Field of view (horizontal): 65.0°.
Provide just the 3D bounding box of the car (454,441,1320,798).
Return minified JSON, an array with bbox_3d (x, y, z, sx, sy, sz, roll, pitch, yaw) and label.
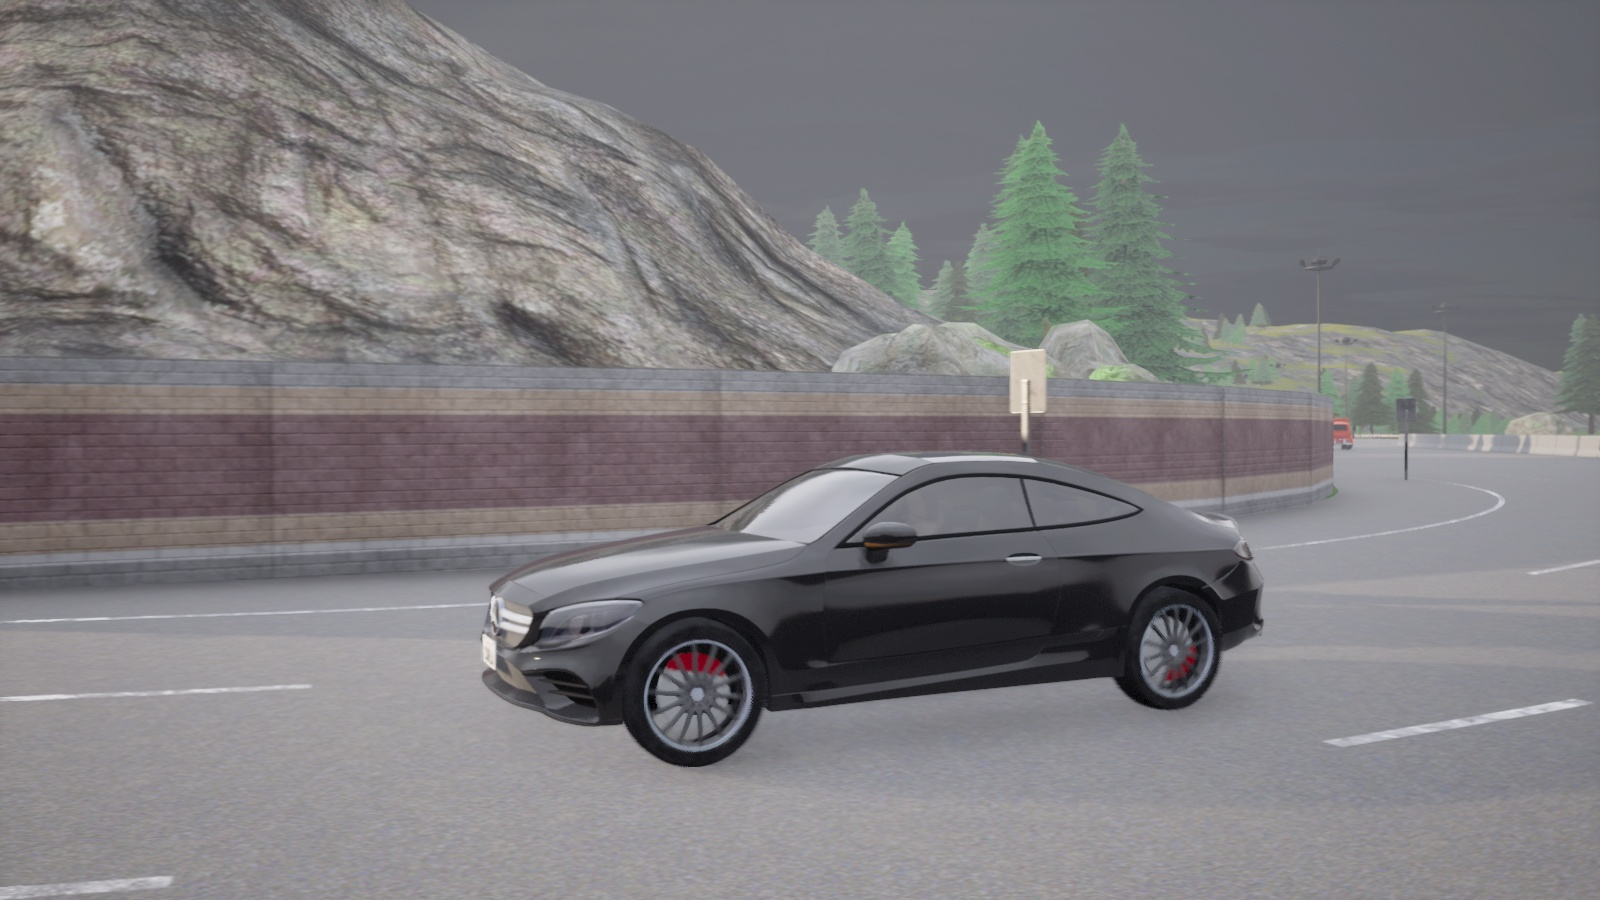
[{"bbox_3d":[0.565,0.726,7.255,4.674,1.442,1.812,-2,1,-25],"label":"car"}]
